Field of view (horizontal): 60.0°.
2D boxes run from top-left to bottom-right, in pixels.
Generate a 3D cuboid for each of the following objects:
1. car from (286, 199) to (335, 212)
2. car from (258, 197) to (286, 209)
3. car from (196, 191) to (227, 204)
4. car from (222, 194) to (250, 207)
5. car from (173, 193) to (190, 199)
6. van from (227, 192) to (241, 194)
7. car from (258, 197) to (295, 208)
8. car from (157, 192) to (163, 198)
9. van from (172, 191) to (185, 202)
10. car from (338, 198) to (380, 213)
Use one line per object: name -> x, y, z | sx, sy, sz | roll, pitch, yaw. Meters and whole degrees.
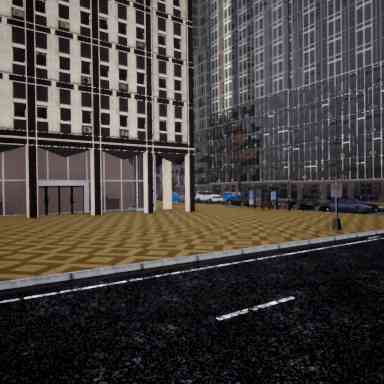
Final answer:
car -> 12.973, 1.422, 36.667 | 1.947, 1.339, 4.313 | -1, 1, -34
car -> 9.789, 1.386, 41.378 | 1.802, 1.307, 4.206 | -1, 1, -34
car -> 2.874, 0.834, 56.362 | 2.150, 2.045, 5.566 | -1, 1, -34
car -> 6.640, 1.318, 46.109 | 1.947, 1.339, 4.313 | -1, 1, -34
car -> -2.374, 0.934, 74.345 | 1.802, 1.307, 4.206 | 0, 1, -34
van -> 7.218, 0.853, 60.245 | 1.690, 1.788, 3.998 | -1, 1, -34
car -> 11.108, 1.347, 44.228 | 1.895, 1.301, 4.718 | -1, 1, -34
car -> -5.572, 0.613, 79.041 | 2.192, 1.841, 5.009 | 0, 1, -34
van -> -2.907, 0.936, 60.231 | 1.690, 1.788, 3.998 | 0, 1, -34
car -> 16.984, 1.389, 35.594 | 2.033, 1.411, 5.357 | -1, 1, -34
